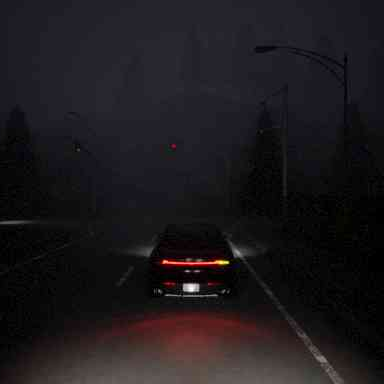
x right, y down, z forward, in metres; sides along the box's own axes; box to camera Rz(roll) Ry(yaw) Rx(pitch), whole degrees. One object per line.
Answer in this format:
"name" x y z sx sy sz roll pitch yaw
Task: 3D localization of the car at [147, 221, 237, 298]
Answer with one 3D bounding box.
"car" 0.025 1.505 8.514 1.837 1.490 4.892 0 0 1
